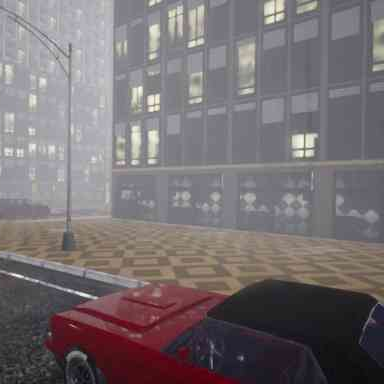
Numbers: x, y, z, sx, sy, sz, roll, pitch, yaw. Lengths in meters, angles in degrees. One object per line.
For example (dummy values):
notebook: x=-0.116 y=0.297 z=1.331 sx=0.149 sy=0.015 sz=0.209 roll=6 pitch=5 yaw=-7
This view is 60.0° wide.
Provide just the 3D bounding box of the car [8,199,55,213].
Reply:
car: x=-19.244 y=1.629 z=40.142 sx=1.752 sy=1.417 sz=4.829 roll=1 pitch=0 yaw=37

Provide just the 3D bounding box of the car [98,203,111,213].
car: x=-8.949 y=1.819 z=39.957 sx=1.752 sy=1.417 sz=4.829 roll=1 pitch=0 yaw=37

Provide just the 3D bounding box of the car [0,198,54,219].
car: x=-15.766 y=1.508 z=30.760 sx=2.192 sy=1.841 sz=5.009 roll=1 pitch=0 yaw=37

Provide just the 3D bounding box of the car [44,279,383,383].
car: x=0.625 y=1.600 z=3.241 sx=4.718 sy=1.301 sz=1.895 roll=0 pitch=0 yaw=36
